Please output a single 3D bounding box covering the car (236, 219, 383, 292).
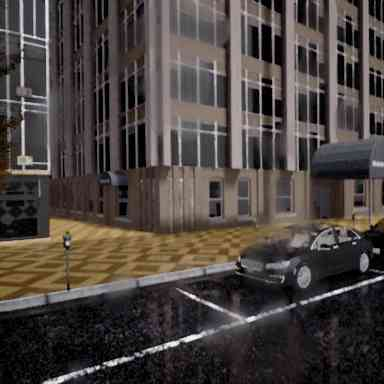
[{"bbox_3d":[3.091,1.529,8.784,4.403,1.369,2.008,0,0,-36],"label":"car"}]
